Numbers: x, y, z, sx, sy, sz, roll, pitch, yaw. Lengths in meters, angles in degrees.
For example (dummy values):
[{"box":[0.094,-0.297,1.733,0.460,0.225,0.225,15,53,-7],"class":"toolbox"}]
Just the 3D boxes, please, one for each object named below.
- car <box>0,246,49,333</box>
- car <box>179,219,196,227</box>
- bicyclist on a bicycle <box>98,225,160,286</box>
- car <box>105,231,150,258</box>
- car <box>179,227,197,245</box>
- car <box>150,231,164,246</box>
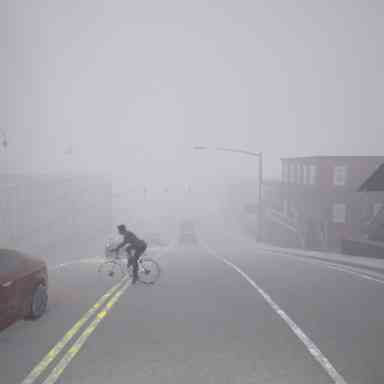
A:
[{"box":[-3.653,1.560,4.748,1.812,1.442,4.674,0,-1,-1],"class":"car"},{"box":[-0.657,4.931,47.581,2.150,2.045,5.566,0,1,0],"class":"car"},{"box":[-1.699,1.696,8.897,1.656,1.620,0.582,-3,-4,1],"class":"bicyclist on a bicycle"},{"box":[-3.875,3.137,20.006,1.812,1.442,4.674,0,-8,-1],"class":"car"},{"box":[-0.467,5.038,37.253,1.837,1.490,4.892,0,-4,-1],"class":"car"},{"box":[-4.098,4.955,35.650,1.837,1.490,4.892,0,-4,-1],"class":"car"}]
